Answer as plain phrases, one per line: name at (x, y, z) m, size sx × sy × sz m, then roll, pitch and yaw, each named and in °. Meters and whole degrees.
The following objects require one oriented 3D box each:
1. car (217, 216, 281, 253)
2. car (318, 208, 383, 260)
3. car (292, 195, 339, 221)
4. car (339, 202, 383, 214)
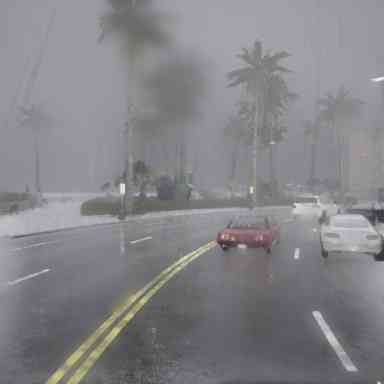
car at (2.532, 1.617, 13.706) m, size 1.895 × 1.301 × 4.718 m, roll 0°, pitch 0°, yaw 20°
car at (5.802, 1.533, 12.459) m, size 1.812 × 1.442 × 4.674 m, roll 0°, pitch 0°, yaw 20°
car at (9.820, 1.258, 26.009) m, size 2.150 × 2.045 × 5.566 m, roll 0°, pitch 0°, yaw 41°
car at (12.449, 1.485, 23.698) m, size 1.882 × 1.535 × 5.008 m, roll 0°, pitch 0°, yaw 41°
